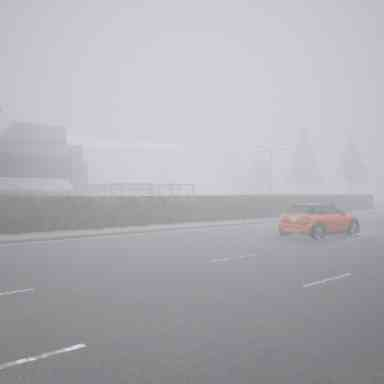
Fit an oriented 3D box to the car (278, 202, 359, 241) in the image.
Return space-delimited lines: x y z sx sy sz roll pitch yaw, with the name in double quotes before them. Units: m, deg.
"car" 6.528 1.352 16.997 4.553 1.767 2.097 0 0 -35
